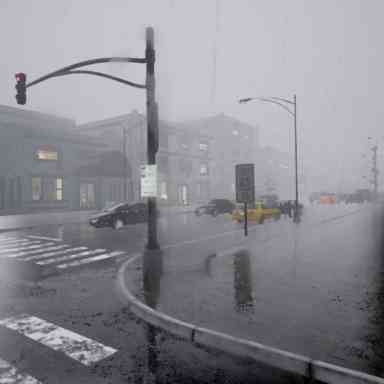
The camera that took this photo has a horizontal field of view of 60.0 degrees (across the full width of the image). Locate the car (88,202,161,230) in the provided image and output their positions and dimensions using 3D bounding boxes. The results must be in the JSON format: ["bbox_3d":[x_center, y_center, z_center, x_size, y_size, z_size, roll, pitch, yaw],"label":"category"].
[{"bbox_3d":[-3.964,1.384,20.211,1.837,1.490,4.892,-1,-1,36],"label":"car"}]

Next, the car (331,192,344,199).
[{"bbox_3d":[33.277,0.743,75.868,1.967,1.590,4.097,-1,0,36],"label":"car"}]

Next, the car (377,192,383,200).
[{"bbox_3d":[33.549,0.570,61.988,2.192,1.841,5.009,-1,0,36],"label":"car"}]

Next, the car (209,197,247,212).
[{"bbox_3d":[3.911,1.289,35.443,1.752,1.417,4.829,-1,0,36],"label":"car"}]

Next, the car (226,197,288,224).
[{"bbox_3d":[4.384,1.242,21.839,1.752,1.417,4.829,-1,0,36],"label":"car"}]

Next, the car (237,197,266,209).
[{"bbox_3d":[7.264,1.293,40.058,1.802,1.307,4.206,-1,0,36],"label":"car"}]

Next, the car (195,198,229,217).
[{"bbox_3d":[2.125,1.306,28.574,1.812,1.442,4.674,-1,0,36],"label":"car"}]

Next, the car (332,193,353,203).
[{"bbox_3d":[24.463,0.901,53.906,2.128,1.511,4.902,-1,0,36],"label":"car"}]

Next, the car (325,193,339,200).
[{"bbox_3d":[30.026,0.935,71.392,1.802,1.307,4.206,-1,0,36],"label":"car"}]

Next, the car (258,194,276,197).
[{"bbox_3d":[8.162,1.036,36.884,2.097,1.767,4.553,-1,0,36],"label":"car"}]

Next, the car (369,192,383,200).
[{"bbox_3d":[36.803,0.770,66.465,1.947,1.339,4.313,-1,0,36],"label":"car"}]

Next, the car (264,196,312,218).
[{"bbox_3d":[7.536,1.217,26.178,2.008,1.369,4.403,-1,0,36],"label":"car"}]

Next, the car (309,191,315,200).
[{"bbox_3d":[23.519,0.768,62.439,2.192,1.841,5.009,-1,0,36],"label":"car"}]

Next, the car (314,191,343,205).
[{"bbox_3d":[19.216,0.845,46.682,2.097,1.767,4.553,-1,0,35],"label":"car"}]

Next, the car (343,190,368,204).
[{"bbox_3d":[22.845,0.924,46.490,1.837,1.490,4.892,-1,0,36],"label":"car"}]

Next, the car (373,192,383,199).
[{"bbox_3d":[40.055,0.720,70.942,1.947,1.339,4.313,-1,0,36],"label":"car"}]

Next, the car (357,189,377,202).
[{"bbox_3d":[26.940,0.576,52.201,2.150,2.045,5.566,-1,0,36],"label":"car"}]

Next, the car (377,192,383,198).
[{"bbox_3d":[43.133,0.652,75.166,1.887,1.381,4.507,-1,0,36],"label":"car"}]
